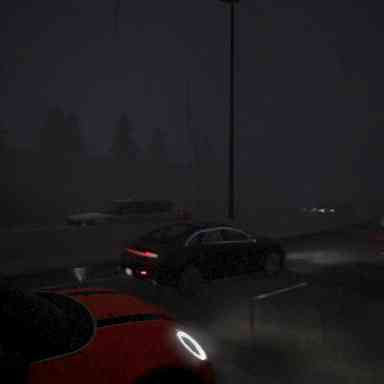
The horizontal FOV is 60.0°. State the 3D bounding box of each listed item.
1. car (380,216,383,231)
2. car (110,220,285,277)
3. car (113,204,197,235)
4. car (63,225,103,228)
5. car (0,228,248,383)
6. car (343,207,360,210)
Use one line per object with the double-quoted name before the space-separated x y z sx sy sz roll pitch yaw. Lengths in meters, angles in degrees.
"car" 13.596 1.780 21.582 1.812 1.442 4.674 0 0 41
"car" 0.489 1.555 8.818 4.902 1.511 2.128 1 0 -39
"car" -2.164 1.601 20.622 5.008 1.535 1.882 1 0 -43
"car" -2.927 1.302 15.253 5.566 2.045 2.150 1 0 -40
"car" -1.988 1.353 2.523 4.553 1.767 2.097 1 -1 -36
"car" 23.777 2.004 49.550 1.882 1.535 5.008 0 -1 31
